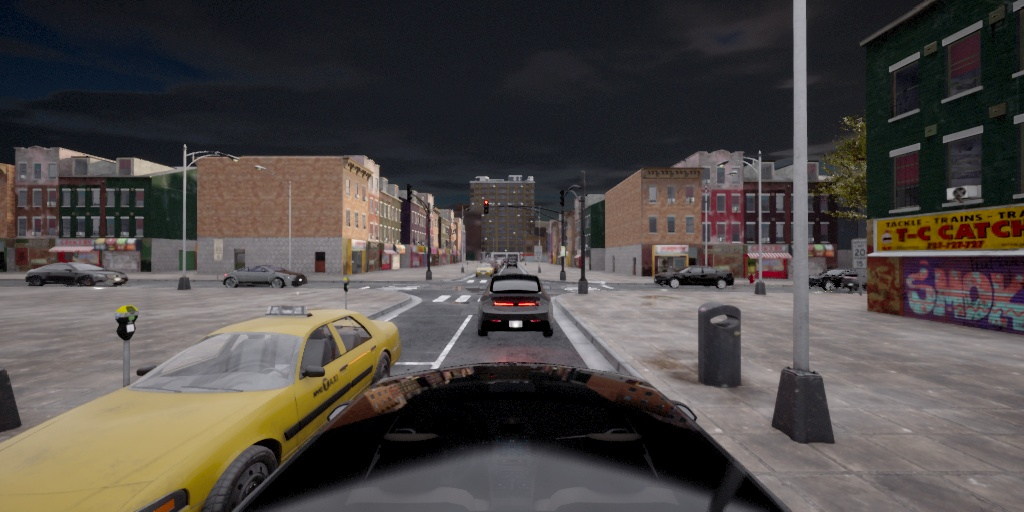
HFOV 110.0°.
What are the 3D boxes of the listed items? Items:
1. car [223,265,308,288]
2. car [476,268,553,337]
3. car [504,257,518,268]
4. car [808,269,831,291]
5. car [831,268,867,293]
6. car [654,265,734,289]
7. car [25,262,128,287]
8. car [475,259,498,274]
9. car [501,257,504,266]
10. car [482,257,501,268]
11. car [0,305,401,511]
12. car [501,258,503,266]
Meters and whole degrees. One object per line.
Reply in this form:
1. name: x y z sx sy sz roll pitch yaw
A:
1. car: -14.504 1.220 21.203 4.181 1.385 1.994 0 0 0
2. car: 0.084 1.257 10.342 1.837 1.490 4.892 0 0 0
3. car: 0.016 1.341 64.286 1.837 1.490 4.892 0 0 0
4. car: 22.384 1.546 24.389 5.008 1.535 1.882 1 0 -1
5. car: 22.665 1.548 21.443 4.902 1.511 2.128 1 0 0
6. car: 12.255 1.393 24.326 5.008 1.535 1.882 1 0 0
7. car: -25.594 1.105 21.133 4.674 1.442 1.812 0 0 0
8. car: -2.684 1.302 35.916 1.751 1.417 4.829 0 0 0
9. car: -2.721 1.358 63.134 1.751 1.417 4.829 0 0 0
10. car: -2.692 1.100 41.529 2.192 1.841 5.009 0 0 0
11. car: -2.641 1.276 3.959 1.751 1.417 4.829 0 0 0
12. car: -2.707 1.357 52.417 2.007 1.370 4.403 0 0 0
